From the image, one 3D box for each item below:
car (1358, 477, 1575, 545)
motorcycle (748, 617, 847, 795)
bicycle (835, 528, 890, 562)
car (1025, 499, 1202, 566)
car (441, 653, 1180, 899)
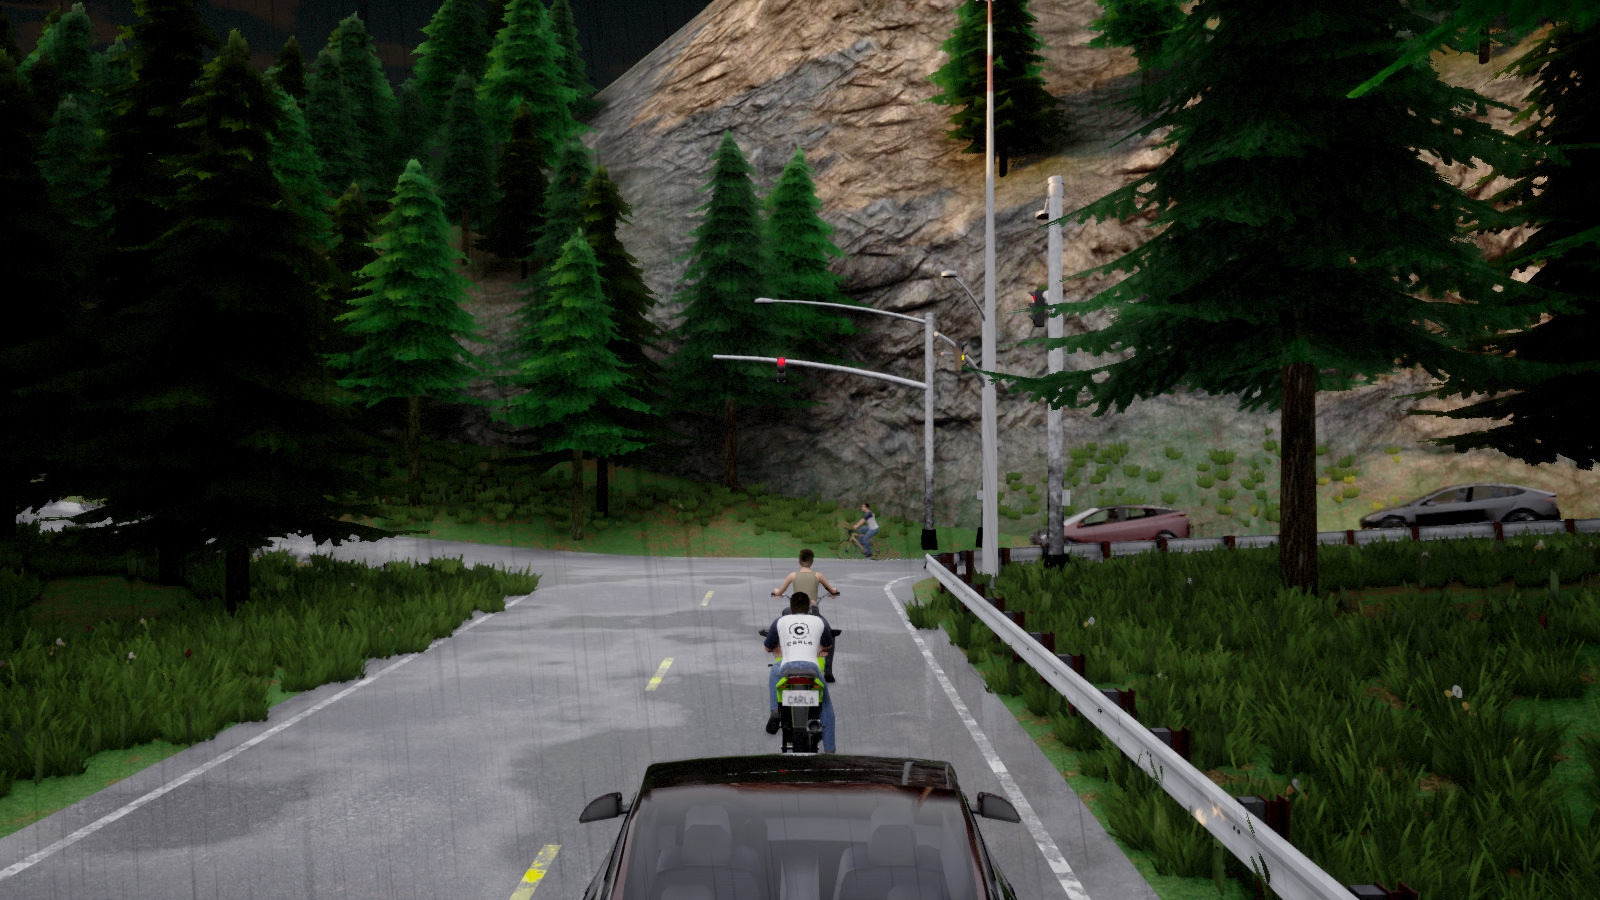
[{"bbox_3d":[18.079,1.680,31.301,4.792,1.488,2.163,-5,-2,23],"label":"car"},{"bbox_3d":[-0.020,2.213,10.238,0.803,1.145,2.033,0,0,0],"label":"motorcycle"},{"bbox_3d":[1.928,2.931,35.308,1.643,1.024,0.373,0,-2,-2],"label":"bicycle"},{"bbox_3d":[9.064,2.371,33.318,4.514,1.525,2.007,-4,-2,1],"label":"car"},{"bbox_3d":[0.029,2.063,5.012,2.163,1.488,4.792,0,0,0],"label":"car"}]
